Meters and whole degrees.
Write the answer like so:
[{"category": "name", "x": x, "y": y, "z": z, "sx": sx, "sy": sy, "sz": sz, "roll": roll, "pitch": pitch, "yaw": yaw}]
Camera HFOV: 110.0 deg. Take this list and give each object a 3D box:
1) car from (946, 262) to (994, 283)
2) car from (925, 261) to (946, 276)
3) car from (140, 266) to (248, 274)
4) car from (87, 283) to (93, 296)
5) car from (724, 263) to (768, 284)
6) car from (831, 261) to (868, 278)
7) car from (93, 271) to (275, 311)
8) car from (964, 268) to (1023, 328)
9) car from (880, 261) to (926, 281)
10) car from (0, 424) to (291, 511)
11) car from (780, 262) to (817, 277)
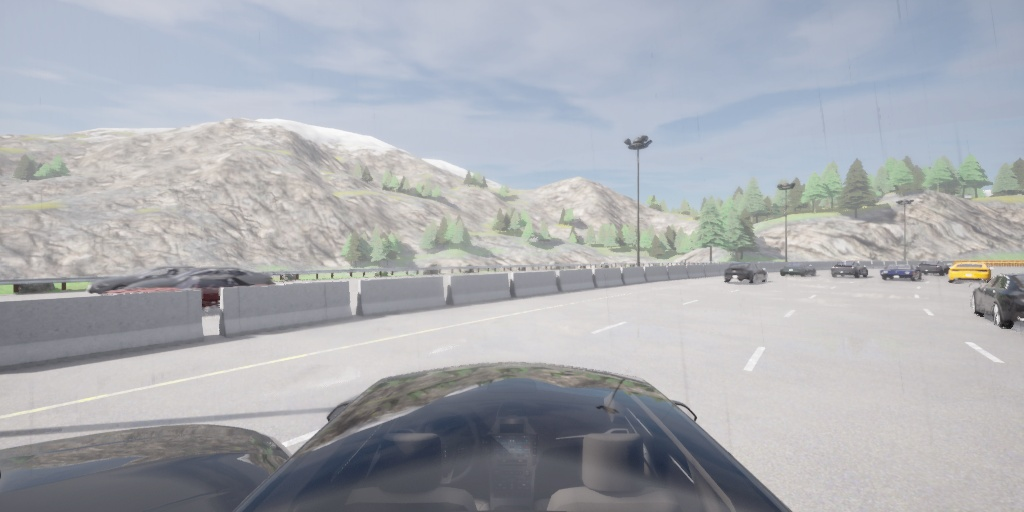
[{"category": "car", "x": 34.662, "y": 1.227, "z": 27.075, "sx": 5.008, "sy": 1.535, "sz": 1.882, "roll": 0, "pitch": 0, "yaw": -36}, {"category": "car", "x": 43.310, "y": 1.241, "z": 36.831, "sx": 4.902, "sy": 1.511, "sz": 2.128, "roll": 0, "pitch": 0, "yaw": -31}, {"category": "car", "x": -13.189, "y": 1.241, "z": 15.513, "sx": 2.128, "sy": 1.511, "sz": 4.902, "roll": 0, "pitch": 0, "yaw": 39}, {"category": "car", "x": -16.422, "y": 1.241, "z": 17.074, "sx": 2.128, "sy": 1.511, "sz": 4.902, "roll": 0, "pitch": 0, "yaw": 39}, {"category": "car", "x": 17.702, "y": 1.252, "z": 27.094, "sx": 4.892, "sy": 1.490, "sz": 1.837, "roll": 1, "pitch": -1, "yaw": -41}, {"category": "car", "x": 31.372, "y": 1.241, "z": 33.307, "sx": 4.902, "sy": 1.511, "sz": 2.128, "roll": 0, "pitch": 0, "yaw": -35}, {"category": "car", "x": -11.040, "y": 1.351, "z": 12.649, "sx": 1.895, "sy": 1.301, "sz": 4.718, "roll": 0, "pitch": 0, "yaw": 39}, {"category": "car", "x": 15.152, "y": 1.254, "z": 10.379, "sx": 1.837, "sy": 1.490, "sz": 4.892, "roll": -1, "pitch": -1, "yaw": 44}, {"category": "car", "x": 32.306, "y": 1.351, "z": 29.698, "sx": 4.718, "sy": 1.301, "sz": 1.895, "roll": 0, "pitch": 0, "yaw": -35}, {"category": "car", "x": -2.981, "y": 1.255, "z": 0.495, "sx": 4.892, "sy": 1.490, "sz": 1.837, "roll": 0, "pitch": 0, "yaw": -45}, {"category": "car", "x": 28.206, "y": 1.314, "z": 35.331, "sx": 4.181, "sy": 1.385, "sz": 1.994, "roll": 0, "pitch": 0, "yaw": -36}]
